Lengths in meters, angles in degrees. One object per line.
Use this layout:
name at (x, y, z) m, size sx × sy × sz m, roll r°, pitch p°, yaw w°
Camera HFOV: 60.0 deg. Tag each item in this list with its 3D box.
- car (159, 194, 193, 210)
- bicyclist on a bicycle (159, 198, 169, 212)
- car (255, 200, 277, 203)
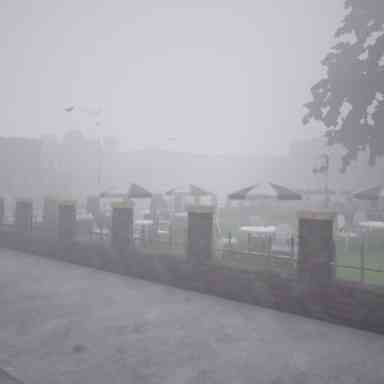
car at (-2.107, 0.908, 38.232) m, size 2.150 × 2.045 × 5.566 m, roll 1°, pitch 1°, yaw 34°
bicyclist on a bicycle at (-2.184, 1.138, 23.486) m, size 1.656 × 1.620 × 0.582 m, roll 1°, pitch 0°, yaw 35°
car at (12.203, 1.004, 49.501) m, size 5.566 × 2.045 × 2.150 m, roll 1°, pitch 1°, yaw 3°
